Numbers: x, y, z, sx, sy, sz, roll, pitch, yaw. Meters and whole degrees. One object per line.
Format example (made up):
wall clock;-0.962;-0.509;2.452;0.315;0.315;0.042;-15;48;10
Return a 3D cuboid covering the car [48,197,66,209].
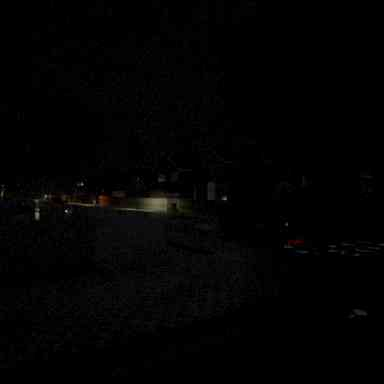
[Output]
car;-19.036;1.515;46.632;1.837;1.490;4.892;0;0;-35

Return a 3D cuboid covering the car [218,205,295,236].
car;3.428;1.492;18.760;1.882;1.535;5.008;-1;0;-32
